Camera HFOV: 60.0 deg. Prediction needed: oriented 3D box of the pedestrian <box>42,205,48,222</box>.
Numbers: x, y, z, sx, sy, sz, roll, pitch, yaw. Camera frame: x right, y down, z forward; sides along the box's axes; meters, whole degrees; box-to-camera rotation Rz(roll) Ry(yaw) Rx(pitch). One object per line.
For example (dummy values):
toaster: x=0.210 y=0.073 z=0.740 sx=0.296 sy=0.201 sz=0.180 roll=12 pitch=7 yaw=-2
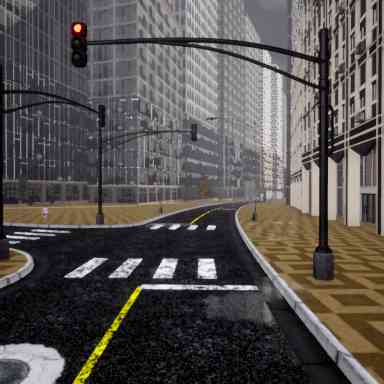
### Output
pedestrian: x=-9.295 y=1.345 z=21.045 sx=0.500 sy=1.100 sz=0.500 roll=0 pitch=0 yaw=17
